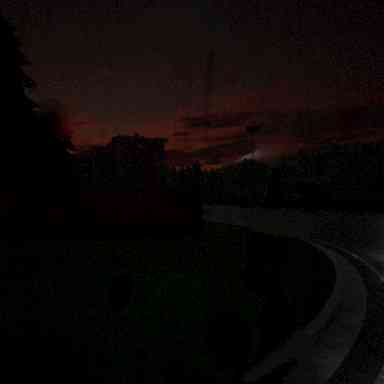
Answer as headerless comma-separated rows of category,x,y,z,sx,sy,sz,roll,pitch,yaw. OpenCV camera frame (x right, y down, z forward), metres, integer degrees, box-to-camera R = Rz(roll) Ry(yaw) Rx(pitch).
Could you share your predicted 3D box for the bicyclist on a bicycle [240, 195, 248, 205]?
bicyclist on a bicycle,8.116,1.267,51.693,1.656,1.620,0.582,0,0,-33
